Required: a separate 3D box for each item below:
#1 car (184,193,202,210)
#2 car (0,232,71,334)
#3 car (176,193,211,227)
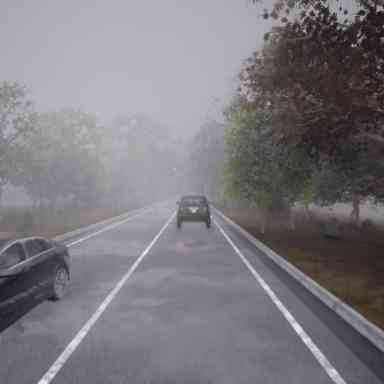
[{"bbox_3d":[0.107,1.172,42.411,2.150,2.045,5.566,0,0,0],"label":"car"},{"bbox_3d":[-3.598,1.499,5.495,2.128,1.511,4.902,0,0,0],"label":"car"},{"bbox_3d":[0.103,1.236,22.824,2.150,2.045,5.566,0,0,0],"label":"car"}]
